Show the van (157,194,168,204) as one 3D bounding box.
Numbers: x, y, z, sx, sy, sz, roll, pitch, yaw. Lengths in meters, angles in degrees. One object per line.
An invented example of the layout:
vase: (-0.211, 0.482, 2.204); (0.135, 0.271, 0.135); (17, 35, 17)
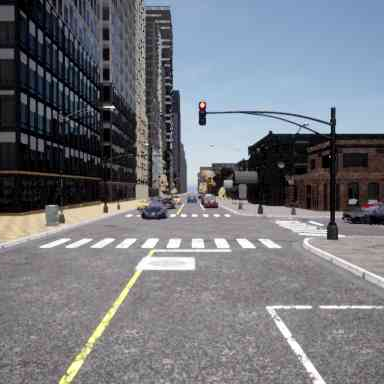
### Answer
van: (-5.658, 1.327, 64.502); (1.690, 1.788, 3.998); (-1, 0, 0)

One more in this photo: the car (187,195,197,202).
car: (0.018, 1.430, 78.857); (2.128, 1.511, 4.902); (0, 0, 0)

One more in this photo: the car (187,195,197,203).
car: (0.015, 1.339, 70.043); (2.097, 1.767, 4.553); (0, 0, 0)

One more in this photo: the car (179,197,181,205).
car: (-3.062, 1.338, 59.091); (2.097, 1.767, 4.553); (0, 0, 0)

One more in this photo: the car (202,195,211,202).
car: (3.162, 1.488, 73.421); (1.837, 1.490, 4.892); (0, 0, 0)

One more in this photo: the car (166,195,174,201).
car: (-5.650, 1.508, 86.909); (1.752, 1.417, 4.829); (-1, 0, 0)

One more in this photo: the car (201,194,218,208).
car: (2.687, 1.429, 47.513); (1.967, 1.590, 4.097); (-1, 0, 0)

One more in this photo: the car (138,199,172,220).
car: (-3.094, 1.556, 28.288); (1.994, 1.385, 4.181); (0, 0, 0)

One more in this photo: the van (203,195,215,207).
van: (2.687, 1.329, 53.158); (1.690, 1.788, 3.998); (-1, 0, 0)

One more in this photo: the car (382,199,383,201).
car: (16.532, 1.415, 27.221); (5.009, 1.841, 2.192); (1, 0, 1)

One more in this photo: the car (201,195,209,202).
car: (3.164, 1.487, 80.422); (1.837, 1.490, 4.892); (0, 0, 0)

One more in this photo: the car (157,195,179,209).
car: (-3.089, 1.494, 43.617); (1.837, 1.490, 4.892); (0, 0, 0)

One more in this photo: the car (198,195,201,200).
car: (2.688, 1.302, 58.801); (2.192, 1.841, 5.009); (-1, 0, 0)

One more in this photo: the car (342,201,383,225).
car: (14.117, 1.664, 24.683); (5.357, 1.411, 2.033); (1, 1, 1)

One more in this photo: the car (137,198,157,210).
car: (-5.831, 1.515, 41.756); (1.752, 1.417, 4.829); (-1, 0, 0)
